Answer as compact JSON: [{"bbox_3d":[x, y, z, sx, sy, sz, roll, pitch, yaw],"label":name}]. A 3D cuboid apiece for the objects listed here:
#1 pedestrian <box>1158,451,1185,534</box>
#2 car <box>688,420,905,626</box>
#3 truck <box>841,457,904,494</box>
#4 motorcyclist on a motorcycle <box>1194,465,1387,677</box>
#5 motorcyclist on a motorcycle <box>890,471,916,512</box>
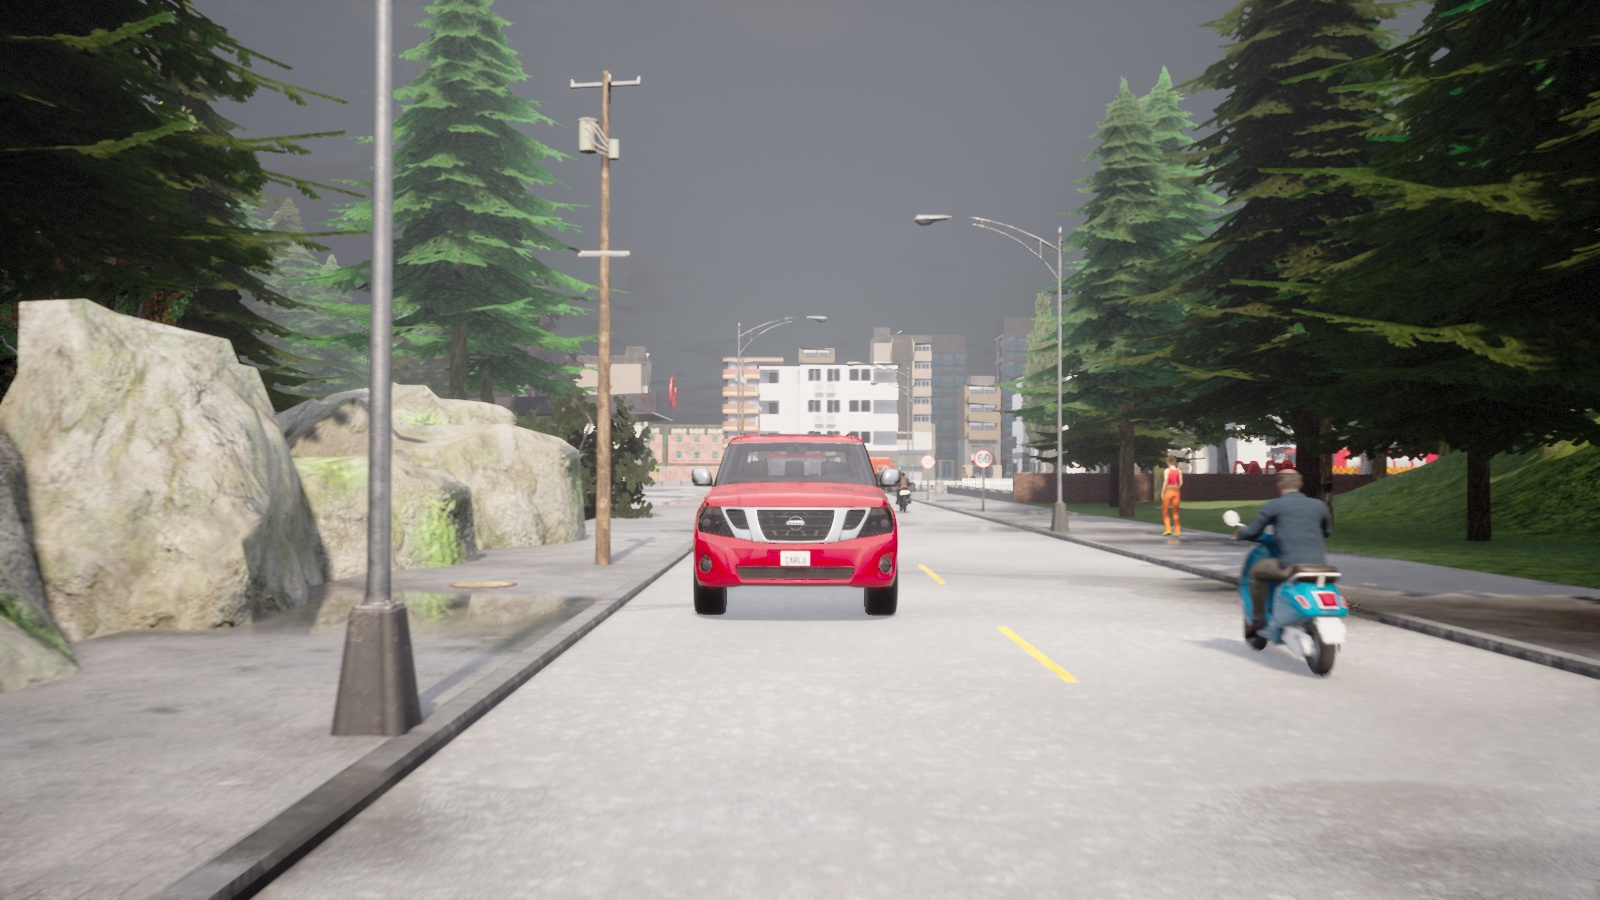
[{"bbox_3d":[8.393,0.952,28.368,0.345,1.836,0.594,0,-1,-9],"label":"pedestrian"},{"bbox_3d":[-0.039,0.785,15.324,2.150,2.045,5.566,0,-1,0],"label":"car"},{"bbox_3d":[5.063,1.726,86.974,2.627,2.467,5.204,-1,-1,24],"label":"truck"},{"bbox_3d":[3.975,0.920,10.359,0.866,1.590,1.817,0,-1,0],"label":"motorcyclist on a motorcycle"},{"bbox_3d":[3.875,1.551,47.269,0.797,1.523,2.044,0,-1,0],"label":"motorcyclist on a motorcycle"}]
